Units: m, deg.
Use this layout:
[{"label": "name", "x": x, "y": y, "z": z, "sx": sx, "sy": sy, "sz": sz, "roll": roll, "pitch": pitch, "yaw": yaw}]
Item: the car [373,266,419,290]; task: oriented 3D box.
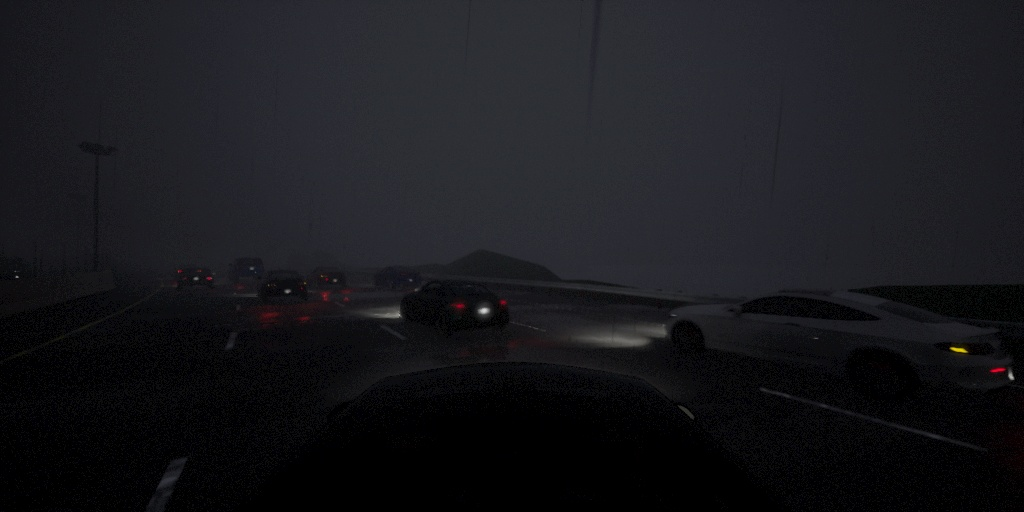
[{"label": "car", "x": -8.009, "y": 1.405, "z": 24.768, "sx": 1.882, "sy": 1.535, "sz": 5.008, "roll": 1, "pitch": -1, "yaw": -39}]

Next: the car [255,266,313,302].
[{"label": "car", "x": -11.481, "y": 1.397, "z": 17.902, "sx": 1.812, "sy": 1.442, "sz": 4.674, "roll": 0, "pitch": 0, "yaw": -38}]

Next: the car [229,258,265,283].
[{"label": "car", "x": -23.351, "y": 1.188, "z": 31.590, "sx": 2.150, "sy": 2.045, "sz": 5.566, "roll": 1, "pitch": -2, "yaw": -44}]

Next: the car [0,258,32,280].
[{"label": "car", "x": -39.758, "y": 1.154, "z": 28.103, "sx": 5.566, "sy": 2.045, "sz": 2.150, "roll": -1, "pitch": -1, "yaw": 43}]

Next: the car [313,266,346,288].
[{"label": "car", "x": -13.233, "y": 1.457, "z": 25.586, "sx": 1.812, "sy": 1.442, "sz": 4.674, "roll": 0, "pitch": -1, "yaw": -40}]

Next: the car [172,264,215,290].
[{"label": "car", "x": -21.131, "y": 1.462, "z": 23.997, "sx": 2.033, "sy": 1.411, "sz": 5.357, "roll": 0, "pitch": -1, "yaw": -41}]

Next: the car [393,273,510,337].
[{"label": "car", "x": -1.854, "y": 1.385, "z": 10.791, "sx": 1.994, "sy": 1.385, "sz": 4.181, "roll": 0, "pitch": -1, "yaw": -35}]

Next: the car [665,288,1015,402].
[{"label": "car", "x": 5.192, "y": 1.317, "z": 6.575, "sx": 1.812, "sy": 1.442, "sz": 4.674, "roll": 0, "pitch": -1, "yaw": -33}]
